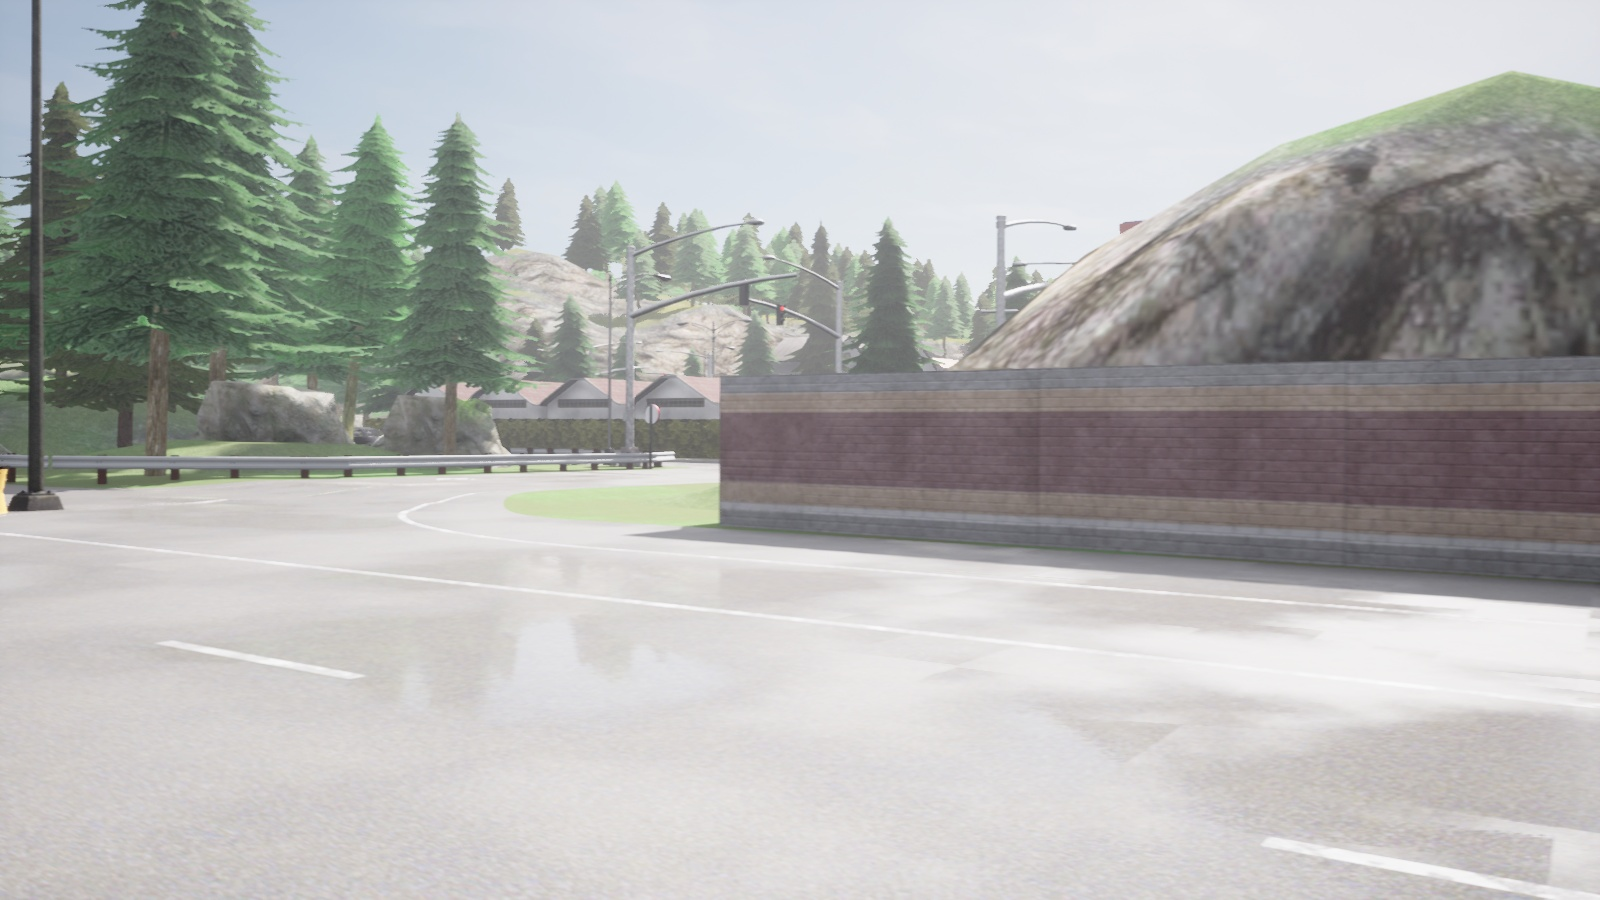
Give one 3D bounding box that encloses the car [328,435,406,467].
[{"bbox_3d":[-21.604,0.046,62.654,3.705,1.549,1.789,0,1,34],"label":"car"}]
